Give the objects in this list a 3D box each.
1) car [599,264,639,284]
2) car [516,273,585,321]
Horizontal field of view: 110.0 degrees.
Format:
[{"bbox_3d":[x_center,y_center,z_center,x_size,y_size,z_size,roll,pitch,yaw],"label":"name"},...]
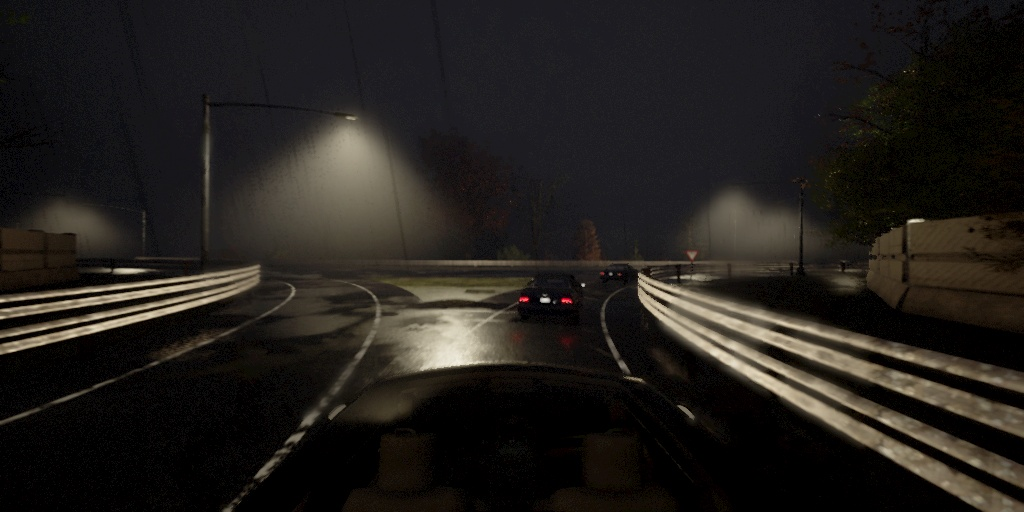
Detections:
[{"bbox_3d":[8.315,1.305,27.264,2.033,1.411,5.357,0,0,34],"label":"car"},{"bbox_3d":[1.491,1.288,12.499,2.033,1.411,5.357,0,0,13],"label":"car"}]
